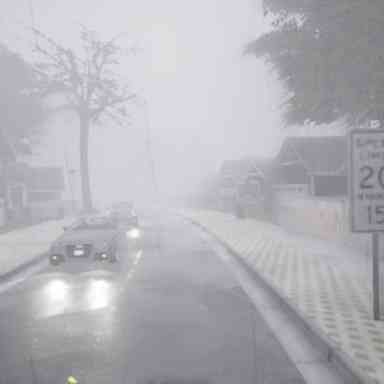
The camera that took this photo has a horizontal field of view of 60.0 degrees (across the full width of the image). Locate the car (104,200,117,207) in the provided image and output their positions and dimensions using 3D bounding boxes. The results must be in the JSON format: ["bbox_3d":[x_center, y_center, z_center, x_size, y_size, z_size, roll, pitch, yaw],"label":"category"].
[{"bbox_3d":[-19.269,2.741,78.601,1.882,1.535,5.008,-2,-2,-27],"label":"car"}]

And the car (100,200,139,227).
[{"bbox_3d":[-4.677,1.370,22.630,2.097,1.767,4.553,-1,0,-8],"label":"car"}]

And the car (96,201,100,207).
[{"bbox_3d":[-24.094,3.034,87.503,2.097,1.767,4.553,-2,-2,-30],"label":"car"}]

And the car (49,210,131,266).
[{"bbox_3d":[-3.468,1.580,11.721,1.994,1.385,4.181,-1,0,-5],"label":"car"}]
